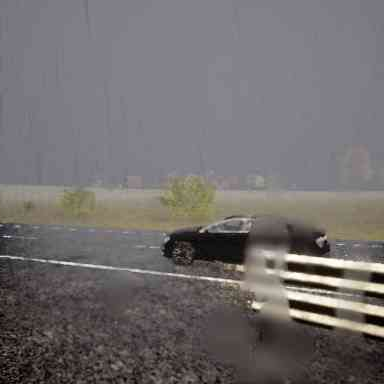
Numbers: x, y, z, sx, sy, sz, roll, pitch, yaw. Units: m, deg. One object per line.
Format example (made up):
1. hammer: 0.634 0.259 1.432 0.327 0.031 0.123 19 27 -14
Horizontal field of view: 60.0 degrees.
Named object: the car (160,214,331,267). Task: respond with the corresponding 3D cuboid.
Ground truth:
1. car: 1.434 1.406 9.800 4.902 1.511 2.128 0 0 23
